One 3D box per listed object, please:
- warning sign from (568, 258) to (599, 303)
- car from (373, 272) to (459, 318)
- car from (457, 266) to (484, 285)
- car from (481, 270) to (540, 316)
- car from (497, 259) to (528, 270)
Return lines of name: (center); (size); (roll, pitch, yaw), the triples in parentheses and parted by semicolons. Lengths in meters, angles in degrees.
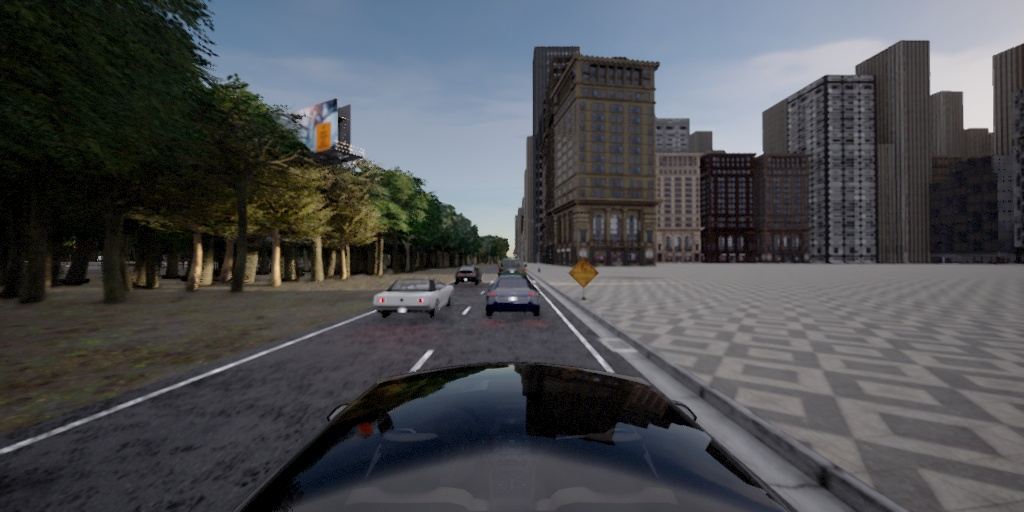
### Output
warning sign: (3.047, 0.995, 15.263); (1.300, 1.860, 1.060); (0, 0, 0)
car: (-3.461, 1.465, 13.608); (1.895, 1.301, 4.718); (0, -1, 1)
car: (-3.457, 1.519, 29.247); (1.837, 1.490, 4.892); (0, 0, 0)
car: (0.044, 1.434, 14.119); (1.994, 1.385, 4.181); (0, 0, 0)
car: (0.032, 1.225, 28.119); (2.150, 2.045, 5.566); (0, 0, 1)
